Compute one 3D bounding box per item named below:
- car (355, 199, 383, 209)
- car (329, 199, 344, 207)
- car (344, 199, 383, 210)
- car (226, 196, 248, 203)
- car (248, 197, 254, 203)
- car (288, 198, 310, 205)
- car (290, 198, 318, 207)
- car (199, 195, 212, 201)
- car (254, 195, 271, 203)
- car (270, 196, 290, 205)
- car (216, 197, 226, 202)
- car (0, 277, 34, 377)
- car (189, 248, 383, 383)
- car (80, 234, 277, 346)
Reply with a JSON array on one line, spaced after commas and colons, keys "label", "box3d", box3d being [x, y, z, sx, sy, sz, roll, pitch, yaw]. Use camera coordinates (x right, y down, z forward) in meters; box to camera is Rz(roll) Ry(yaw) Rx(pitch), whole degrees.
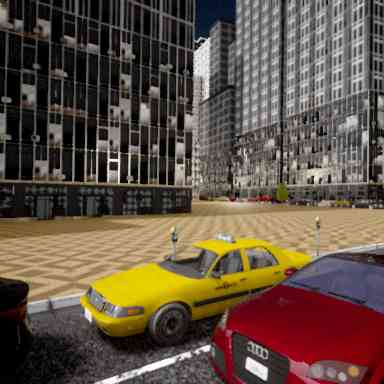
[{"label": "car", "box3d": [27.794, 1.794, 51.372, 2.008, 1.369, 4.403, 1, -1, -22]}, {"label": "car", "box3d": [25.620, 1.800, 56.711, 1.752, 1.417, 4.829, 1, -1, -22]}, {"label": "car", "box3d": [22.609, 1.621, 43.210, 2.008, 1.369, 4.403, 1, -1, -22]}, {"label": "car", "box3d": [9.957, 1.692, 74.286, 1.967, 1.590, 4.097, 1, -1, -22]}, {"label": "car", "box3d": [15.133, 2.008, 82.460, 1.802, 1.307, 4.206, 1, -1, -22]}, {"label": "car", "box3d": [21.464, 1.885, 66.916, 2.008, 1.369, 4.403, 1, -1, -22]}, {"label": "car", "box3d": [18.392, 1.682, 53.568, 2.008, 1.369, 4.403, 1, -1, -22]}, {"label": "car", "box3d": [3.632, 1.658, 89.824, 2.192, 1.841, 5.009, 1, -1, -22]}, {"label": "car", "box3d": [17.247, 1.710, 77.282, 2.192, 1.841, 5.009, 1, -1, -22]}, {"label": "car", "box3d": [16.284, 1.601, 58.749, 1.967, 1.590, 4.097, 1, -1, -22]}, {"label": "car", "box3d": [7.911, 1.807, 79.306, 1.752, 1.417, 4.829, 1, -1, -22]}, {"label": "car", "box3d": [-3.928, 1.566, 3.283, 4.313, 1.339, 1.947, 0, 1, -36]}, {"label": "car", "box3d": [2.282, 1.563, 4.421, 4.181, 1.385, 1.994, 0, 0, -34]}, {"label": "car", "box3d": [0.435, 1.525, 6.341, 4.829, 1.417, 1.752, 0, 1, -35]}]
